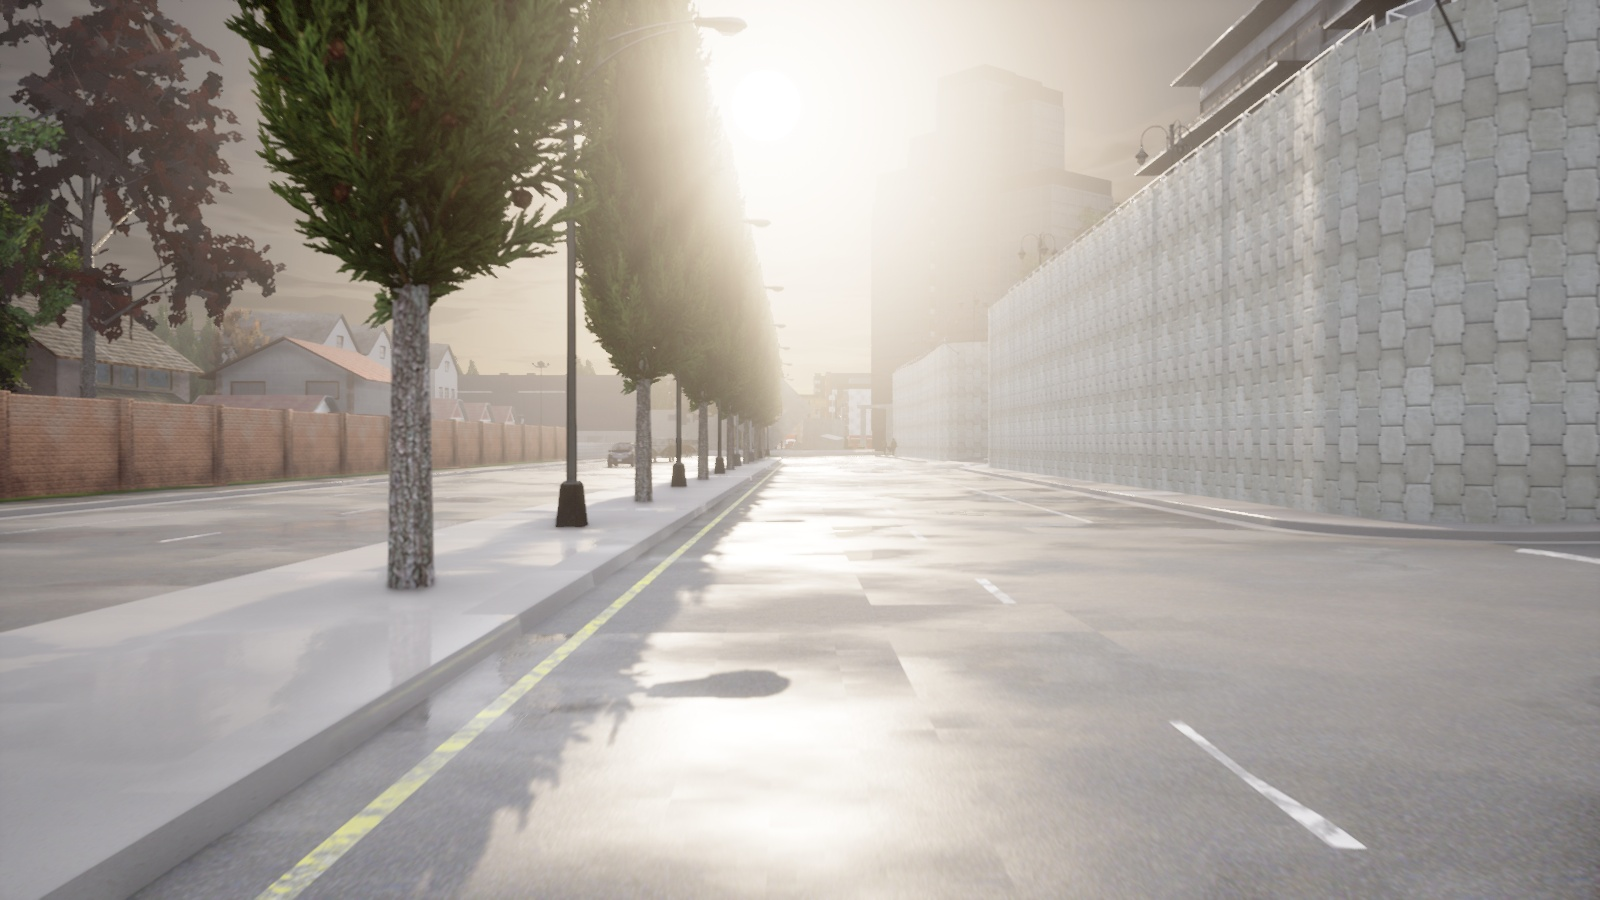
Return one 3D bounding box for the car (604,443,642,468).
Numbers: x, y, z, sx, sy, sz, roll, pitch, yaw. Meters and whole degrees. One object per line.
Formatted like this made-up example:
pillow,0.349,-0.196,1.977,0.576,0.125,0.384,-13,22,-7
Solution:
car,-11.033,0.309,78.462,1.845,1.501,3.633,0,0,0
